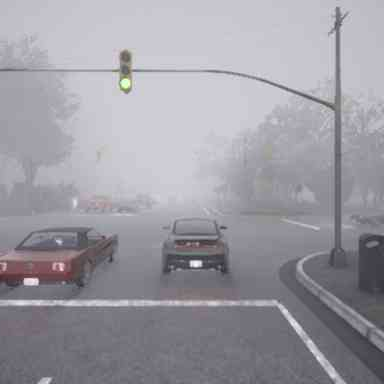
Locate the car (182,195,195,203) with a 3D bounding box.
[{"bbox_3d":[-0.525,1.545,69.691,1.994,1.385,4.181,0,0,-4],"label":"car"}]

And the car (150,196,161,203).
[{"bbox_3d":[-7.458,1.531,68.379,1.812,1.442,4.674,0,0,-3],"label":"car"}]

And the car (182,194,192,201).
[{"bbox_3d":[-1.260,1.322,79.572,2.033,1.411,5.357,0,0,-7],"label":"car"}]

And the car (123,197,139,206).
[{"bbox_3d":[-10.615,1.647,58.241,1.895,1.301,4.718,0,0,-1],"label":"car"}]

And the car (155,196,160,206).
[{"bbox_3d":[-7.110,1.525,58.109,1.882,1.535,5.008,0,0,-1],"label":"car"}]

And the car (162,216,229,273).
[{"bbox_3d":[0.098,1.523,10.710,1.837,1.490,4.892,0,0,0],"label":"car"}]

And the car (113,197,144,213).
[{"bbox_3d":[-7.101,1.604,37.742,2.033,1.411,5.357,0,0,0],"label":"car"}]

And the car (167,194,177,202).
[{"bbox_3d":[-4.749,1.305,79.216,2.097,1.767,4.553,0,0,-7],"label":"car"}]

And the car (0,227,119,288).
[{"bbox_3d":[-3.401,1.615,9.272,1.895,1.301,4.718,0,0,0],"label":"car"}]

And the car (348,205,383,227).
[{"bbox_3d":[13.728,1.581,22.761,5.357,1.411,2.033,0,0,0],"label":"car"}]

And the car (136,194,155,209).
[{"bbox_3d":[-7.057,1.284,47.921,2.150,2.045,5.566,0,0,-1],"label":"car"}]

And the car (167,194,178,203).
[{"bbox_3d":[-3.997,1.359,69.145,2.097,1.767,4.553,0,0,-4],"label":"car"}]

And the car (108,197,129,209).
[{"bbox_3d":[-10.566,1.541,48.155,1.882,1.535,5.008,0,0,1],"label":"car"}]

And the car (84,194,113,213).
[{"bbox_3d":[-10.599,1.279,38.271,2.150,2.045,5.566,0,0,0],"label":"car"}]
